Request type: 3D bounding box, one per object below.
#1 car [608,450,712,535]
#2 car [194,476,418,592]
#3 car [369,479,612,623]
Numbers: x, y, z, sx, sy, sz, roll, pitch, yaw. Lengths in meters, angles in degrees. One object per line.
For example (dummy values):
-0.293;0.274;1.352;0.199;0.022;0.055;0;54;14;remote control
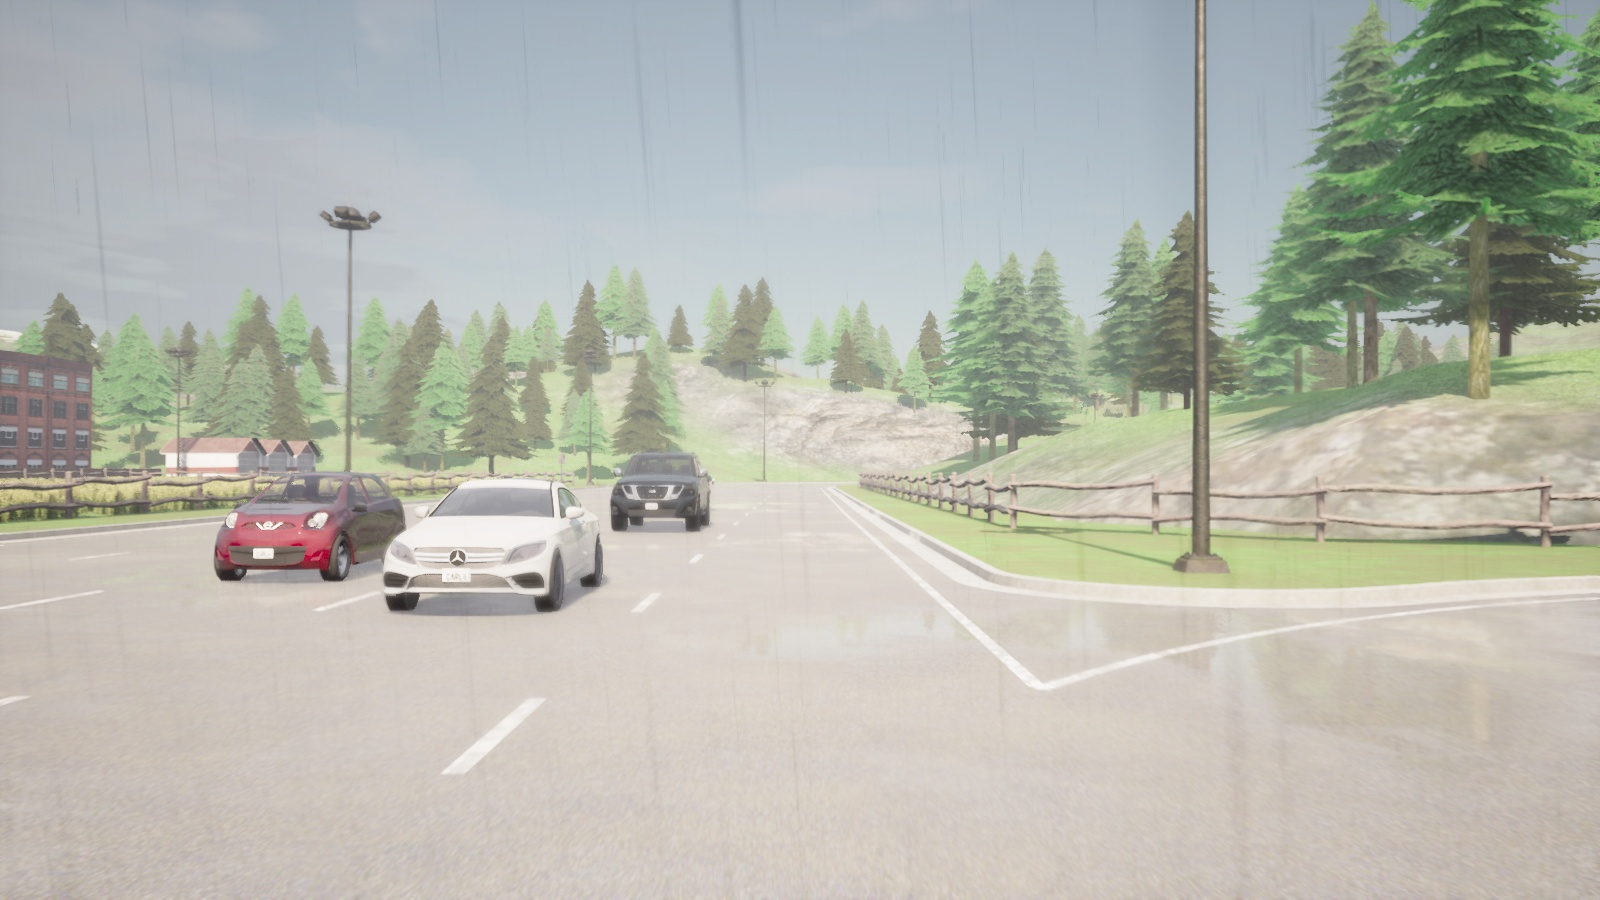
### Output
-3.581;1.073;33.138;2.150;2.045;5.566;0;-1;0;car
-7.044;1.146;18.332;1.845;1.501;3.633;0;-1;0;car
-3.537;1.096;15.282;1.812;1.442;4.674;0;-1;0;car
